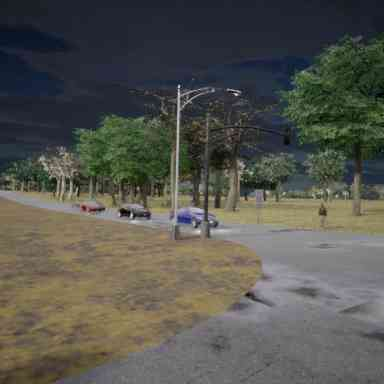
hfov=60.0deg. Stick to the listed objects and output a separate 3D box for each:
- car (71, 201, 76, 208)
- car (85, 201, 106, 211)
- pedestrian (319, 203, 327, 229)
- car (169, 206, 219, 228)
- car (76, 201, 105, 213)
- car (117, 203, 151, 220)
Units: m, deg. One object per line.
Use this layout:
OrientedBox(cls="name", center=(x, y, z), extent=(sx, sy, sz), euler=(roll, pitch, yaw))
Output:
OrientedBox(cls="car", center=(-21.386, 2.309, 62.775), extent=(1.994, 1.385, 4.181), euler=(3, -2, -34))
OrientedBox(cls="car", center=(-15.826, 2.255, 54.465), extent=(1.994, 1.385, 4.181), euler=(3, -2, -35))
OrientedBox(cls="pedestrian", center=(9.300, 1.717, 23.824), extent=(0.375, 1.860, 0.375), euler=(1, -1, -34))
OrientedBox(cls="car", center=(0.022, 1.768, 24.040), extent=(1.812, 1.442, 4.674), euler=(2, -2, -33))
OrientedBox(cls="car", center=(-13.362, 1.962, 44.125), extent=(1.882, 1.535, 5.008), euler=(3, -1, -33))
OrientedBox(cls="car", center=(-5.732, 1.844, 32.656), extent=(1.882, 1.535, 5.008), euler=(3, -2, -34))
